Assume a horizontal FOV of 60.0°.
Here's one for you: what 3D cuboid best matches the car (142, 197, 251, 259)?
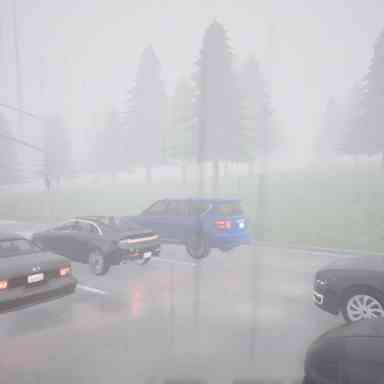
[{"bbox_3d":[-0.500,1.221,12.815,5.566,2.045,2.150,0,0,35],"label":"car"}]

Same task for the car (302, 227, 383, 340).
[{"bbox_3d":[4.444,1.505,5.120,4.892,1.490,1.837,0,0,35],"label":"car"}]

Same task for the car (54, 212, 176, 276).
[{"bbox_3d":[-3.172,1.491,10.431,4.902,1.511,2.128,0,0,36],"label":"car"}]

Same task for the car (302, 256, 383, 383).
[{"bbox_3d":[3.154,1.478,1.740,5.008,1.535,1.882,0,0,35],"label":"car"}]

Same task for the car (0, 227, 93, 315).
[{"bbox_3d":[-4.771,1.547,7.266,5.357,1.411,2.033,0,0,36],"label":"car"}]
